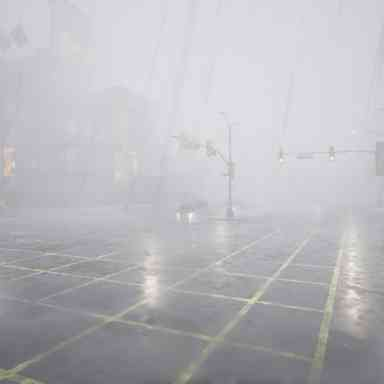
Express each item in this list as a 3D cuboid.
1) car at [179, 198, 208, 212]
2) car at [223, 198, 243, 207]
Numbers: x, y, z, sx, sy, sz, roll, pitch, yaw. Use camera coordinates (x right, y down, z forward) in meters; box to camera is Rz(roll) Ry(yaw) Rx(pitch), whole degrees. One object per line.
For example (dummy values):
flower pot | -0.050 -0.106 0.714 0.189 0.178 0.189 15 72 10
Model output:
car | 0.261 1.478 39.541 1.882 1.535 5.008 0 0 27
car | 6.528 1.601 52.806 1.895 1.301 4.718 0 0 25
